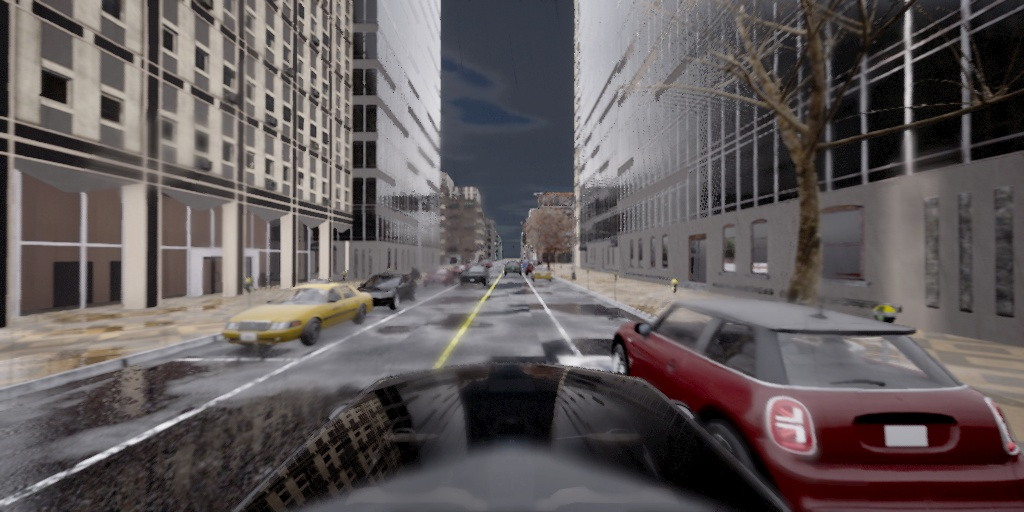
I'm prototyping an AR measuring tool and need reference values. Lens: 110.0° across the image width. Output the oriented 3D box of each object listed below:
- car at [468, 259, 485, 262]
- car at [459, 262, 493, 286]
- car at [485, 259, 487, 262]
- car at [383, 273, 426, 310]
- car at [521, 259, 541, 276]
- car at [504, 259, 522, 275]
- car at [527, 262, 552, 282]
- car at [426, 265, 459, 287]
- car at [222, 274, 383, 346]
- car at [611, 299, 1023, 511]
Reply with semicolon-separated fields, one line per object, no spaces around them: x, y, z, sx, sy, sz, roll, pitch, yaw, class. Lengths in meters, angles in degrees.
-5.291;1.423;48.650;2.192;1.841;5.009;0;0;0;car
-2.742;1.427;27.434;1.882;1.535;5.008;0;-1;0;car
-5.288;1.590;54.197;1.967;1.591;4.097;0;0;0;car
-5.308;1.422;15.366;1.948;1.339;4.313;0;0;0;car
2.590;1.382;43.097;2.192;1.841;5.009;0;0;0;car
0.121;1.432;44.719;2.097;1.767;4.553;0;0;0;car
2.580;1.509;32.174;1.751;1.417;4.829;0;0;0;car
-5.303;1.523;26.461;1.802;1.307;4.207;0;0;0;car
-5.311;1.338;9.648;1.751;1.417;4.829;0;0;0;car
2.566;1.210;4.267;1.967;1.591;4.097;0;0;0;car
